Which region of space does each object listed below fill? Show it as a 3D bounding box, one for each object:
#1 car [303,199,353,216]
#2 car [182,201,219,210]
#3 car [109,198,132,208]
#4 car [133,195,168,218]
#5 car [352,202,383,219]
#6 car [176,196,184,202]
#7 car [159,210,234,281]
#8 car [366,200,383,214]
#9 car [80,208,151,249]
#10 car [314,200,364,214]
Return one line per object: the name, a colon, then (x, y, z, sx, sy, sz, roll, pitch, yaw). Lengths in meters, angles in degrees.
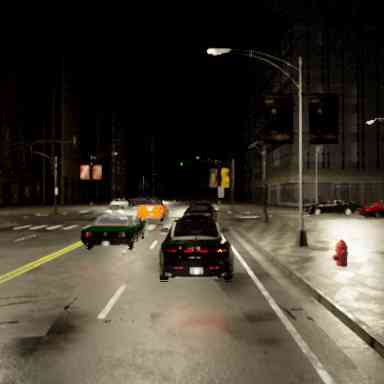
car: (13.127, 1.486, 31.790, 4.892, 1.490, 1.837, 0, -1, -1)
car: (0.672, 1.472, 21.965, 1.882, 1.535, 5.008, 0, 1, 9)
car: (-9.845, 1.620, 45.153, 1.812, 1.442, 4.674, 0, 0, 0)
car: (-3.157, 1.356, 27.117, 2.097, 1.767, 4.553, 0, 0, 0)
car: (15.314, 1.503, 26.052, 4.206, 1.307, 1.802, 0, 0, -1)
car: (-3.253, 1.831, 86.842, 1.812, 1.442, 4.674, 0, 0, 0)
car: (0.100, 1.498, 9.807, 1.837, 1.490, 4.892, 0, 0, 0)
car: (20.824, 1.546, 34.664, 4.313, 1.339, 1.947, 0, 0, -1)
car: (-3.152, 1.598, 14.388, 1.895, 1.301, 4.718, 0, 0, 0)
car: (15.184, 1.565, 34.576, 4.313, 1.339, 1.947, 0, 0, -1)
